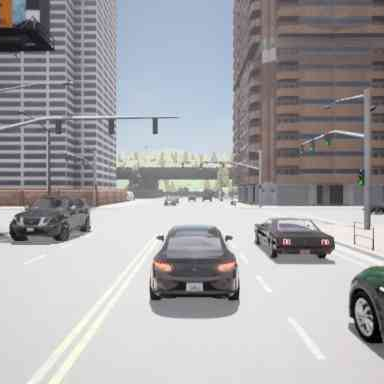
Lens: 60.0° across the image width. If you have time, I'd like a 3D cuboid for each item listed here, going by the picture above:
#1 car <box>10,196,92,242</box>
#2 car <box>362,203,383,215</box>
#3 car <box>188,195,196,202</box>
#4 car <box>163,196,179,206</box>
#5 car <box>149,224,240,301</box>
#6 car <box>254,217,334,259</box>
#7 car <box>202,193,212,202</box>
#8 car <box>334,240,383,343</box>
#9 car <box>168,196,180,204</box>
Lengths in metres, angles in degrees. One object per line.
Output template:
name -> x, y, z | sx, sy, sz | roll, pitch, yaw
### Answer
car -> -6.753, 1.227, 16.669 | 2.150, 2.045, 5.566 | 1, 0, 0
car -> 19.971, 1.612, 33.697 | 4.718, 1.301, 1.895 | 0, 0, 1
car -> 0.033, 1.451, 77.270 | 1.837, 1.490, 4.892 | 0, 0, 0
car -> -3.577, 1.510, 54.797 | 2.128, 1.511, 4.902 | 0, 0, -1
car -> 0.064, 1.529, 8.227 | 1.812, 1.442, 4.674 | 0, 0, 0
car -> 3.608, 1.605, 12.679 | 1.895, 1.301, 4.718 | 0, 0, 1
car -> 3.534, 1.251, 77.979 | 2.150, 2.045, 5.566 | 0, 0, 0
car -> 3.601, 1.353, 3.594 | 2.097, 1.767, 4.553 | 0, 0, 0
car -> -3.513, 1.513, 65.201 | 2.128, 1.511, 4.902 | 0, 0, 1
